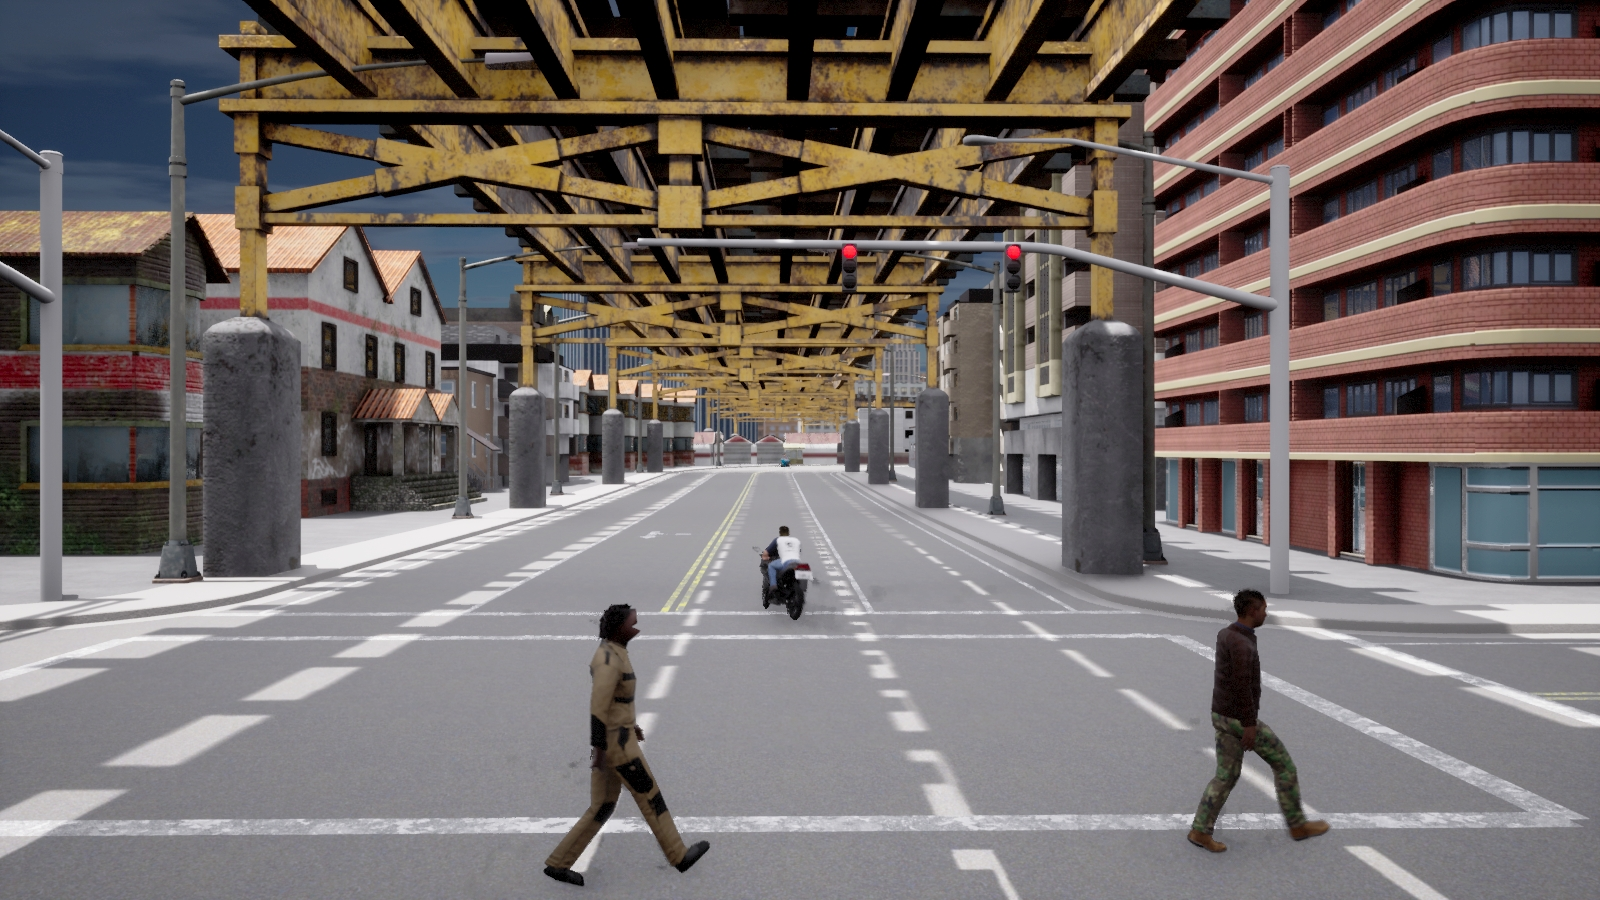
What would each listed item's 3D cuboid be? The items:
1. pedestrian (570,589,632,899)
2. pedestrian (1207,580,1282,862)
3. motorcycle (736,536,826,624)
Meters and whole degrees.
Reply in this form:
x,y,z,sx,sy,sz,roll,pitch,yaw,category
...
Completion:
x,y,z,sx,sy,sz,roll,pitch,yaw,category
-1.273,1.848,7.300,0.375,1.860,0.375,0,0,-12,pedestrian
3.064,1.848,7.890,0.375,1.860,0.375,0,0,0,pedestrian
-0.355,2.174,19.342,0.803,1.224,2.033,6,-2,-20,motorcycle
